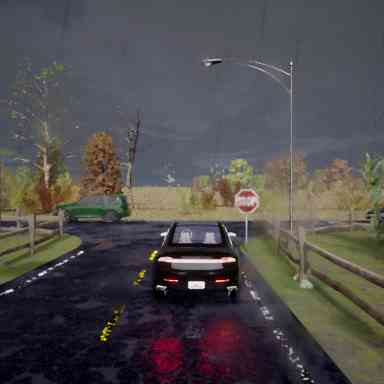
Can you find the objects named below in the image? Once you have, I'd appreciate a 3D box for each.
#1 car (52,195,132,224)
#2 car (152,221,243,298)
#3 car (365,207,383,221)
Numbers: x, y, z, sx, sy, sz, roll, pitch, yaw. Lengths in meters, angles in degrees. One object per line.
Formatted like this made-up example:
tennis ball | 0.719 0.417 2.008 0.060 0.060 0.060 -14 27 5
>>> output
car | -7.262 1.234 24.471 5.566 2.045 2.150 0 0 1
car | 0.152 1.492 8.515 2.128 1.511 4.902 0 0 2
car | 14.936 1.530 24.147 4.181 1.385 1.994 0 0 1
